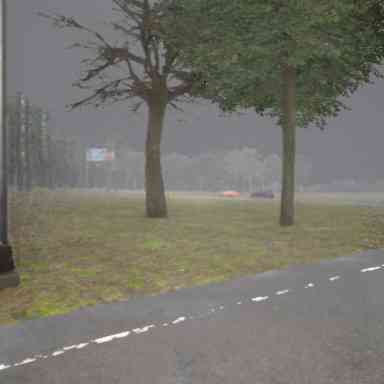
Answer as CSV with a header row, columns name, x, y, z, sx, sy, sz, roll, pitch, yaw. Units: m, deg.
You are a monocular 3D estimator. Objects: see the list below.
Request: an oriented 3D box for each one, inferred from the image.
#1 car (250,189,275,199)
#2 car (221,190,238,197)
name,x,y,z,sx,sy,sz,roll,pitch,yaw
car,14.726,0.457,69.525,2.150,2.045,5.566,2,0,-35
car,8.761,0.271,77.991,2.097,1.767,4.553,2,0,-35
